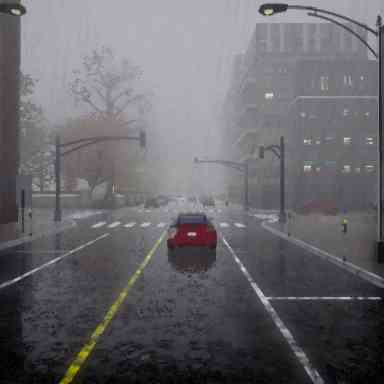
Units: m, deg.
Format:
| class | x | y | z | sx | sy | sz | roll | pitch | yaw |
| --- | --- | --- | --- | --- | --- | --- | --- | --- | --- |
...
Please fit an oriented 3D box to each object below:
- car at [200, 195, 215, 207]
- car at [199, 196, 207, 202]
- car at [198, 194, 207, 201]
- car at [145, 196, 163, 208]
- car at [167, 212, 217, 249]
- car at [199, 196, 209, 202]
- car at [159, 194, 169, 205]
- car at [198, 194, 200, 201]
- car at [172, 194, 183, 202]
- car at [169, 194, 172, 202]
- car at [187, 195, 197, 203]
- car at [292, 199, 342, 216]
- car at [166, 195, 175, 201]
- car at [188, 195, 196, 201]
| class | x | y | z | sx | sy | sz | roll | pitch | yaw |
| --- | --- | --- | --- | --- | --- | --- | --- | --- | --- |
| car | 2.693 | 1.589 | 53.660 | 1.887 | 1.381 | 4.507 | 0 | 0 | 0 |
| car | 2.693 | 1.643 | 81.811 | 1.887 | 1.381 | 4.507 | 0 | 0 | 0 |
| car | 2.694 | 1.426 | 87.442 | 2.192 | 1.841 | 5.009 | 0 | 0 | 0 |
| car | -5.687 | 1.602 | 48.030 | 1.947 | 1.339 | 4.313 | 0 | 0 | 0 |
| car | 0.000 | 1.577 | 14.651 | 1.994 | 1.385 | 4.181 | 0 | 0 | 0 |
| car | 2.692 | 1.636 | 76.181 | 2.008 | 1.369 | 4.403 | 0 | 0 | 0 |
| car | -5.687 | 1.578 | 59.121 | 1.752 | 1.417 | 4.829 | 0 | 0 | 0 |
| car | 2.693 | 1.514 | 70.551 | 1.967 | 1.590 | 4.097 | 0 | 0 | 0 |
| car | -3.000 | 1.560 | 78.446 | 1.812 | 1.442 | 4.674 | 0 | 0 | 0 |
| car | -5.687 | 1.378 | 64.921 | 2.192 | 1.841 | 5.009 | 0 | 0 | 0 |
| car | 0.001 | 1.527 | 73.414 | 2.128 | 1.511 | 4.902 | 0 | 0 | 0 |
| car | 13.466 | 1.619 | 35.708 | 5.009 | 1.841 | 2.192 | 1 | -1 | -1 |
| car | -5.687 | 1.551 | 87.441 | 1.967 | 1.590 | 4.097 | 0 | 0 | 0 |
| car | 0.002 | 1.527 | 87.165 | 2.033 | 1.411 | 5.357 | 0 | 0 | 0 |
